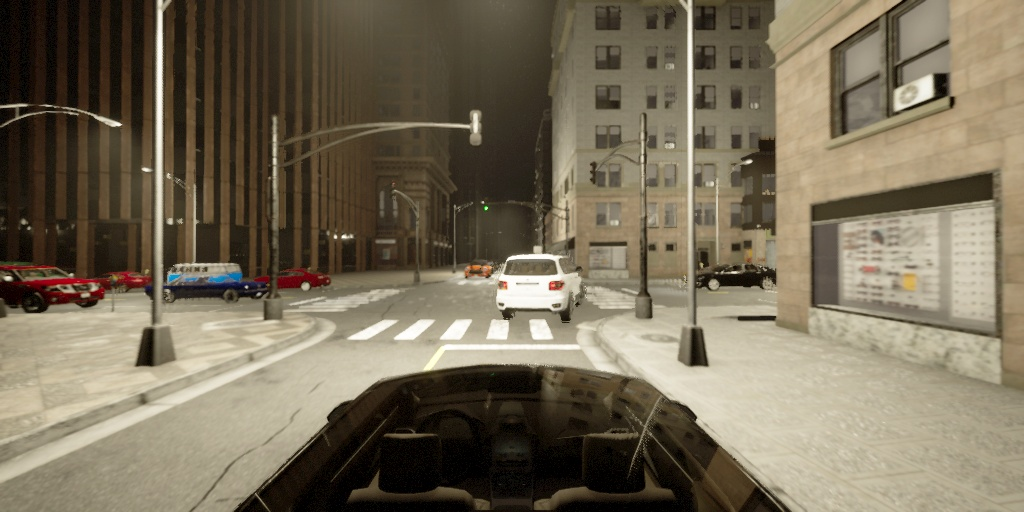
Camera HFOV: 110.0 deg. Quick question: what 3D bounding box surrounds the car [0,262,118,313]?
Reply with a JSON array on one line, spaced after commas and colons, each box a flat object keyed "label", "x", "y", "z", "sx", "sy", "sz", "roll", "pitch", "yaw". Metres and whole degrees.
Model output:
[{"label": "car", "x": -19.626, "y": 1.288, "z": 14.409, "sx": 5.009, "sy": 1.841, "sz": 2.192, "roll": 0, "pitch": 0, "yaw": 0}]

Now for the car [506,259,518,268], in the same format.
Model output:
[{"label": "car", "x": 0.011, "y": 1.336, "z": 64.654, "sx": 1.994, "sy": 1.385, "sz": 4.181, "roll": 0, "pitch": 0, "yaw": 0}]

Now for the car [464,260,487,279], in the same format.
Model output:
[{"label": "car", "x": -3.117, "y": 1.143, "z": 33.443, "sx": 2.097, "sy": 1.767, "sz": 4.553, "roll": 0, "pitch": 0, "yaw": 1}]

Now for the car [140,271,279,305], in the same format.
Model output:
[{"label": "car", "x": -14.150, "y": 1.525, "z": 16.962, "sx": 4.718, "sy": 1.301, "sz": 1.895, "roll": -1, "pitch": 0, "yaw": 0}]

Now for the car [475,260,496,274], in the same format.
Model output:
[{"label": "car", "x": -3.072, "y": 1.282, "z": 42.521, "sx": 2.128, "sy": 1.511, "sz": 4.902, "roll": 0, "pitch": 0, "yaw": 0}]

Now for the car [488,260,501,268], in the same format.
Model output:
[{"label": "car", "x": -2.989, "y": 1.338, "z": 61.736, "sx": 1.994, "sy": 1.385, "sz": 4.181, "roll": 0, "pitch": 0, "yaw": 0}]

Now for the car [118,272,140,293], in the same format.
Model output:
[{"label": "car", "x": -25.229, "y": 1.678, "z": 22.954, "sx": 4.207, "sy": 1.307, "sz": 1.802, "roll": 0, "pitch": 0, "yaw": 0}]

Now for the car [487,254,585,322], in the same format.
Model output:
[{"label": "car", "x": 1.192, "y": 0.962, "z": 12.628, "sx": 2.150, "sy": 2.045, "sz": 5.566, "roll": -1, "pitch": 1, "yaw": 16}]

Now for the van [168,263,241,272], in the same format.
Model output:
[{"label": "van", "x": -19.605, "y": 1.369, "z": 22.935, "sx": 3.998, "sy": 1.789, "sz": 1.690, "roll": 0, "pitch": 0, "yaw": 0}]

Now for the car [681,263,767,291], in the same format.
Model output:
[{"label": "car", "x": 12.264, "y": 1.133, "z": 20.071, "sx": 4.892, "sy": 1.490, "sz": 1.837, "roll": -1, "pitch": 0, "yaw": 0}]

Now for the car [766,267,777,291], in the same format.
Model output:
[{"label": "car", "x": 12.978, "y": 1.164, "z": 14.293, "sx": 4.207, "sy": 1.307, "sz": 1.802, "roll": 0, "pitch": 0, "yaw": 0}]

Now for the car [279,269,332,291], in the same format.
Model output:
[{"label": "car", "x": -13.981, "y": 1.506, "z": 22.915, "sx": 4.507, "sy": 1.381, "sz": 1.888, "roll": 0, "pitch": 0, "yaw": 0}]
